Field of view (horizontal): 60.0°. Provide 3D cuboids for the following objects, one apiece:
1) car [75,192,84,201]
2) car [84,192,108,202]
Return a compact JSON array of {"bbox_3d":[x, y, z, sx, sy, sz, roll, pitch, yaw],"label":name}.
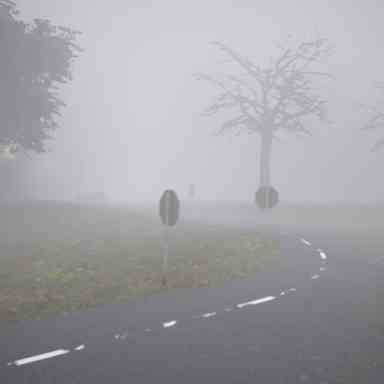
[{"bbox_3d":[-19.298,0.837,59.311,2.128,1.511,4.902,3,-2,-36],"label":"car"},{"bbox_3d":[-15.327,0.725,53.894,2.097,1.767,4.553,3,-1,-35],"label":"car"}]
